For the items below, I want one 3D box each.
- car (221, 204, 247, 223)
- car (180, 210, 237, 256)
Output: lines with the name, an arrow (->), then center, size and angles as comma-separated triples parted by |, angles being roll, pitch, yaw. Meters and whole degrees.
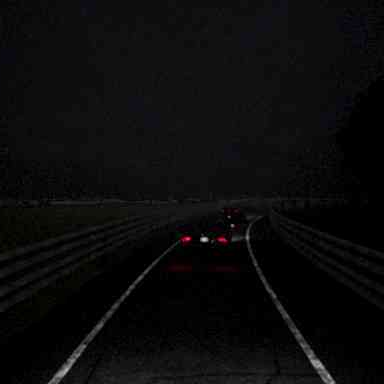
car -> 3.567, 1.767, 28.469 | 2.128, 1.511, 4.902 | 0, 0, 15
car -> 0.714, 1.678, 13.684 | 2.033, 1.411, 5.357 | 0, -1, 7
